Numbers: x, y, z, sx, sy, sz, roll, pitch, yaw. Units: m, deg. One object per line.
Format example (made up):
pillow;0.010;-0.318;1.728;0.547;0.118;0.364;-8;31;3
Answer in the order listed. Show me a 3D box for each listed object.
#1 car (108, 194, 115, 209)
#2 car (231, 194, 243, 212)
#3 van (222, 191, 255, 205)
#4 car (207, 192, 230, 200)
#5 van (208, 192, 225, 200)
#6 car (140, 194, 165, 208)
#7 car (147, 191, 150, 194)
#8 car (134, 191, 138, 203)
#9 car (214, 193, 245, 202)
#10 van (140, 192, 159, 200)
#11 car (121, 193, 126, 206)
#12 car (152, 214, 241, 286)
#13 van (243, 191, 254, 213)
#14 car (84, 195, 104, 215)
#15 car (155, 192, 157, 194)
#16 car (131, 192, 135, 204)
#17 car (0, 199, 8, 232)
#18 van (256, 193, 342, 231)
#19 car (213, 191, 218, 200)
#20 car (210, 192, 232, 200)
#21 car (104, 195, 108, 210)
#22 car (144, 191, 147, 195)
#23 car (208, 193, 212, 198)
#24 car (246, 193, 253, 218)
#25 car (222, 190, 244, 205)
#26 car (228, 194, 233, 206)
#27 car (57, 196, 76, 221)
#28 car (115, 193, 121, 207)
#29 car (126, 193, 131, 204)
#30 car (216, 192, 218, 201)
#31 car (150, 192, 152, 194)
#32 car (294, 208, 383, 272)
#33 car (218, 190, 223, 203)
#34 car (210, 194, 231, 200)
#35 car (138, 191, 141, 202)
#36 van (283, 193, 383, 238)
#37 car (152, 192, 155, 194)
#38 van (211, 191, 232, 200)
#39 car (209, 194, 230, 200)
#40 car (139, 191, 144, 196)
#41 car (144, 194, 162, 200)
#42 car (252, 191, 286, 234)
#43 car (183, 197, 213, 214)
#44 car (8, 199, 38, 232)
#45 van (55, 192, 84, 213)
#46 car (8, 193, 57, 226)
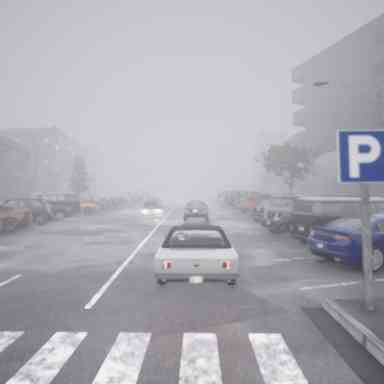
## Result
car;-11.028;1.207;35.177;4.792;1.488;2.163;-1;0;-20
car;6.597;1.233;31.352;4.892;1.521;2.231;1;1;-19
van;6.878;0.847;49.425;4.442;1.987;1.878;1;0;-20
car;7.063;1.021;88.275;5.566;2.045;2.435;1;-1;-19
van;7.056;1.173;94.238;4.442;1.987;1.878;1;-2;-19
car;-4.735;1.260;40.265;1.895;1.301;4.718;0;1;0
car;-10.999;1.014;61.578;5.008;1.535;2.097;-1;0;-20
car;-11.017;0.928;49.849;4.553;1.767;2.185;-1;1;-20
car;6.993;1.021;61.419;5.366;1.575;1.946;1;0;-20
van;-10.887;0.992;85.012;4.442;1.987;1.878;-1;-1;-19
car;-11.054;1.128;41.039;4.892;1.521;2.231;-1;1;-20
car;0.128;1.531;9.178;1.895;1.301;4.718;0;1;1
van;6.559;1.061;25.383;4.442;1.987;1.878;1;0;-18
car;-10.869;1.222;29.360;5.366;1.575;1.946;-1;0;-20
car;-10.897;1.069;73.315;4.892;1.521;2.231;-1;0;-19
car;-11.046;1.077;46.908;5.008;1.535;2.097;-1;1;-20
car;-10.944;1.228;14.572;4.553;1.767;2.185;-1;1;-20
van;6.179;1.112;19.297;4.442;1.987;1.878;1;1;-18
car;6.600;1.045;52.317;5.366;1.575;1.946;1;1;-20
car;6.942;1.007;79.306;4.553;1.767;2.185;1;-1;-19
car;-11.059;1.203;32.231;5.008;1.535;2.097;-1;0;-20
car;-11.003;1.013;58.647;5.008;1.535;2.097;-1;0;-20
car;6.738;1.065;73.259;5.366;1.575;1.946;1;0;-19
car;6.339;1.186;22.333;4.553;1.767;2.185;1;0;-18
car;6.723;0.927;37.384;5.566;2.045;2.435;1;0;-19
car;6.671;1.234;34.372;4.792;1.488;2.163;1;0;-19
car;-11.029;1.278;23.416;5.008;1.535;2.097;-1;0;-20
car;-11.066;1.152;38.104;5.008;1.535;2.097;-1;0;-20
car;-11.048;1.103;43.971;4.892;1.521;2.231;-1;1;-20
car;6.584;1.092;46.324;5.366;1.575;1.946;1;1;-20
car;-11.149;1.016;64.452;5.366;1.575;1.946;-1;0;-20
car;6.030;1.419;10.348;5.008;1.535;2.097;1;0;-18
car;6.778;0.873;43.402;5.566;2.045;2.435;1;0;-20
car;7.001;1.213;82.303;4.674;1.452;2.002;1;-1;-19
car;-11.040;1.075;52.783;4.674;1.452;2.002;-1;0;-20
van;6.231;1.168;13.382;4.442;1.987;1.878;1;0;-18
car;-10.983;0.778;67.433;5.566;2.045;2.435;-1;0;-19
van;6.834;0.869;76.276;4.442;1.987;1.878;1;0;-19
car;7.070;1.250;85.307;4.792;1.488;2.163;1;-1;-19
car;-10.995;0.896;55.715;4.553;1.767;2.185;-1;1;-20
car;-10.702;1.367;90.920;4.674;1.452;2.002;0;-1;-19
car;6.179;1.115;16.326;5.566;2.045;2.435;1;1;-18
car;0.297;1.335;25.359;2.033;1.411;5.357;0;1;1
car;-11.017;1.359;17.504;4.792;1.488;2.163;-1;1;-20
van;-11.147;1.029;26.315;4.442;1.987;1.878;-1;1;-20
car;-10.978;1.178;20.472;4.553;1.767;2.185;-1;1;-20
